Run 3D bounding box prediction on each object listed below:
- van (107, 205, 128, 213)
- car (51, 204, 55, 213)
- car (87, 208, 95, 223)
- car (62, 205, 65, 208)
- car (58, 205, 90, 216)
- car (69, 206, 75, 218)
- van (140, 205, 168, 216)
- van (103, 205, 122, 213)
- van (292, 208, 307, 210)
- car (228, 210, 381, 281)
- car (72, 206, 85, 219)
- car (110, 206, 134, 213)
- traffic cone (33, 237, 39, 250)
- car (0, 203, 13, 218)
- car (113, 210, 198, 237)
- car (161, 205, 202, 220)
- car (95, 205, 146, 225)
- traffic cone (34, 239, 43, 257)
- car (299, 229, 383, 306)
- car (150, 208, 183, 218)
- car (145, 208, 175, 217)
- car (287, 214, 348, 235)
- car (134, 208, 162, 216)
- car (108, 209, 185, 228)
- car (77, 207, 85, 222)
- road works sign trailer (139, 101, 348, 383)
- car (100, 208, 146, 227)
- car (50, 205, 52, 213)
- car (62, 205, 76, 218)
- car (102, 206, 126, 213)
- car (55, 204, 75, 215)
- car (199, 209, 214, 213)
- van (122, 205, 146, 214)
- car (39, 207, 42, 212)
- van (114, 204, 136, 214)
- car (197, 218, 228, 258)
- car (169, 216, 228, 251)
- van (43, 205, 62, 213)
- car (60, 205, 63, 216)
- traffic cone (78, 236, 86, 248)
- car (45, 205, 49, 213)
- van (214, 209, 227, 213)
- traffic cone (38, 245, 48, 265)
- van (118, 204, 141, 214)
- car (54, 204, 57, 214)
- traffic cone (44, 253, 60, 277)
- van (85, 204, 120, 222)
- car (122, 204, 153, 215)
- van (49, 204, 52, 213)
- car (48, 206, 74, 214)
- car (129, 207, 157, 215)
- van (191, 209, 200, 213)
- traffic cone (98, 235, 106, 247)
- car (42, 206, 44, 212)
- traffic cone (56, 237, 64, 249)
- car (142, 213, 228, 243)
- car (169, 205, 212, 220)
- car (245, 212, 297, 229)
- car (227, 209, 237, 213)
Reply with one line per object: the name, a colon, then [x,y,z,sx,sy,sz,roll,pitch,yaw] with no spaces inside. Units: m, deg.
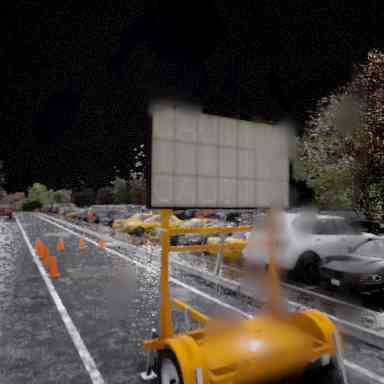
van: [-17.539,4.000,78.622,4.442,1.987,1.878,2,-3,-29]
car: [-22.333,3.414,60.384,5.008,1.535,2.097,2,-2,-29]
car: [-7.635,2.602,33.627,4.792,1.488,2.163,2,-2,-29]
car: [-15.655,3.033,48.220,4.892,1.521,2.231,2,-2,-29]
car: [-19.687,3.135,55.509,4.553,1.767,2.185,2,-2,-29]
car: [-13.020,2.907,43.335,4.792,1.488,2.163,2,-2,-29]
van: [-6.757,3.328,59.433,4.442,1.987,1.878,2,-2,-29]
van: [-19.995,4.249,83.587,4.442,1.987,1.878,2,-3,-29]
van: [9.206,2.450,30.294,4.442,1.987,1.878,2,-2,-29]
car: [4.362,1.790,11.736,5.566,2.045,2.435,2,-2,-29]
car: [-11.687,2.831,40.901,4.792,1.488,2.163,2,-2,-29]
car: [-16.102,4.108,76.242,5.008,1.535,2.097,2,-3,-29]
traffic cone: [-7.180,2.406,15.473,0.340,0.580,0.340,2,-2,-29]
car: [-26.052,2.541,45.813,2.150,2.045,5.566,2,-2,-29]
car: [-2.553,2.299,23.905,5.366,1.575,1.946,2,-2,-29]
car: [-1.501,2.990,49.539,5.566,2.045,2.435,2,-2,-29]
car: [-6.300,2.374,31.203,4.553,1.767,2.185,2,-2,-29]
traffic cone: [-6.207,2.358,13.726,0.340,0.580,0.340,2,-2,-29]
car: [5.671,1.988,9.283,5.008,1.535,2.097,2,-2,-29]
car: [-4.146,3.394,54.399,5.008,1.535,2.097,2,-2,-29]
car: [-5.529,3.514,56.939,4.674,1.452,2.002,2,-2,-29]
car: [10.465,2.644,27.678,4.792,1.488,2.163,2,-2,-29]
car: [-8.134,3.664,61.684,4.674,1.452,2.002,2,-2,-29]
car: [-3.502,2.366,26.409,5.366,1.575,1.946,2,-2,-29]
car: [-10.353,2.754,38.467,4.792,1.488,2.163,2,-2,-29]
road works sign trailer: [0.371,0.646,4.814,2.380,3.560,2.880,2,-2,-29]
car: [-4.999,2.428,28.743,4.892,1.521,2.231,2,-2,-29]
car: [-23.660,3.531,62.820,4.674,1.452,2.002,2,-2,-29]
car: [-14.490,2.947,45.695,5.366,1.575,1.946,2,-2,-29]
car: [-18.929,4.342,81.003,5.366,1.575,1.946,2,-3,-29]
car: [-18.491,3.177,52.996,5.366,1.575,1.946,2,-2,-29]
car: [3.847,2.936,39.832,5.008,1.535,2.097,2,-2,-29]
van: [-12.079,3.634,69.147,4.442,1.987,1.878,2,-2,-29]
car: [-34.317,4.355,82.265,5.008,1.535,2.097,2,-3,-29]
van: [-14.948,3.780,73.899,4.442,1.987,1.878,2,-3,-29]
car: [3.163,2.095,14.238,5.366,1.575,1.946,2,-2,-29]
car: [1.672,2.147,16.587,4.892,1.521,2.231,2,-2,-29]
van: [-35.552,4.254,84.762,4.442,1.987,1.878,2,-3,-29]
car: [-17.000,3.109,50.648,4.892,1.521,2.231,2,-2,-29]
traffic cone: [-5.437,2.463,16.443,0.340,0.580,0.340,2,-2,-29]
car: [-26.301,3.394,67.711,5.566,2.045,2.435,2,-2,-29]
van: [5.088,2.633,37.344,4.442,1.987,1.878,2,-2,-29]
traffic cone: [-5.234,2.310,11.980,0.340,0.580,0.340,2,-2,-29]
van: [-13.350,3.707,71.465,4.442,1.987,1.878,2,-2,-29]
car: [-21.021,3.211,57.942,4.553,1.767,2.185,2,-2,-29]
traffic cone: [-4.261,2.262,10.233,0.340,0.580,0.340,2,-2,-29]
van: [-8.889,2.426,36.113,4.442,1.987,1.878,2,-2,-29]
car: [-10.875,3.528,66.649,5.566,2.045,2.435,2,-2,-29]
van: [-25.095,3.339,65.207,4.442,1.987,1.878,2,-2,-29]
car: [-27.624,3.780,70.110,4.792,1.488,2.163,2,-3,-29]
car: [-9.468,3.700,64.113,5.008,1.535,2.097,2,-2,-29]
van: [2.617,2.790,42.322,4.442,1.987,1.878,2,-2,-29]
traffic cone: [-4.567,2.491,16.927,0.340,0.580,0.340,2,-2,-29]
car: [-31.681,4.142,77.384,4.792,1.488,2.163,2,-3,-29]
traffic cone: [-6.309,2.434,15.958,0.340,0.580,0.340,2,-2,-29]
car: [0.171,2.190,18.929,5.366,1.575,1.946,2,-2,-29]
car: [-0.170,2.913,47.111,5.566,2.045,2.435,2,-2,-29]
car: [7.795,2.761,32.673,4.792,1.488,2.163,2,-2,-29]
car: [6.527,2.822,34.988,4.792,1.488,2.163,2,-2,-29]
